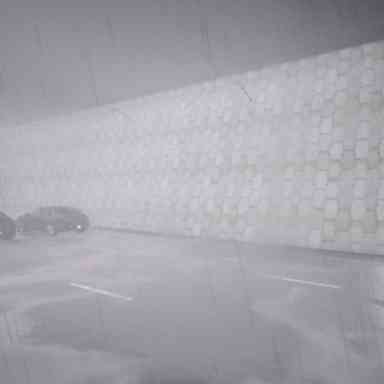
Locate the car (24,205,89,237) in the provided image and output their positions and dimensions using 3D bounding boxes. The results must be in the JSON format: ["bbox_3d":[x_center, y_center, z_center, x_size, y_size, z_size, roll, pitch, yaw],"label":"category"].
[{"bbox_3d":[-7.619,1.485,18.042,4.892,1.490,1.837,0,0,36],"label":"car"}]

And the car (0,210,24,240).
[{"bbox_3d":[-10.116,1.483,15.526,4.892,1.490,1.837,0,0,36],"label":"car"}]
